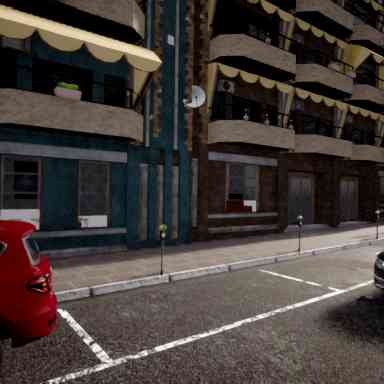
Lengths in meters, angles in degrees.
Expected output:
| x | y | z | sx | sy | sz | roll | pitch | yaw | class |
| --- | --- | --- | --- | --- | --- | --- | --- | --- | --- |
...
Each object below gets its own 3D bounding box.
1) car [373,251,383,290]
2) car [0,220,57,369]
| x | y | z | sx | sy | sz | roll | pitch | yaw | class |
| --- | --- | --- | --- | --- | --- | --- | --- | --- | --- |
| 6.123 | 1.496 | 7.773 | 4.902 | 1.511 | 2.128 | 0 | 0 | -36 | car |
| -4.122 | 1.315 | 3.595 | 5.009 | 1.841 | 2.192 | 0 | 1 | -36 | car |
